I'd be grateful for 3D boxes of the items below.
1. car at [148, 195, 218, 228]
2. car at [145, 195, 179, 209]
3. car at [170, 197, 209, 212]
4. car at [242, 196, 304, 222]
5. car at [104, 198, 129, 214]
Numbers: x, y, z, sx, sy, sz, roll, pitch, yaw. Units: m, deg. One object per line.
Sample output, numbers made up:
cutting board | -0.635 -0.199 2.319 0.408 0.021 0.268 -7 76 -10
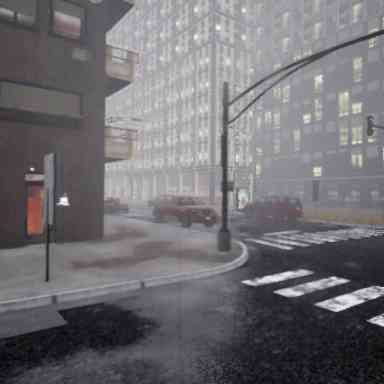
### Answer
car | -0.557 1.122 20.737 2.192 1.841 5.009 2 0 -36
car | -3.598 1.161 39.177 1.947 1.339 4.313 2 0 -36
car | -0.339 1.266 34.688 1.947 1.339 4.313 2 0 -36
car | 6.186 1.223 25.710 2.192 1.841 5.009 2 0 -36
car | -7.082 1.180 29.713 1.802 1.307 4.206 2 0 -36
